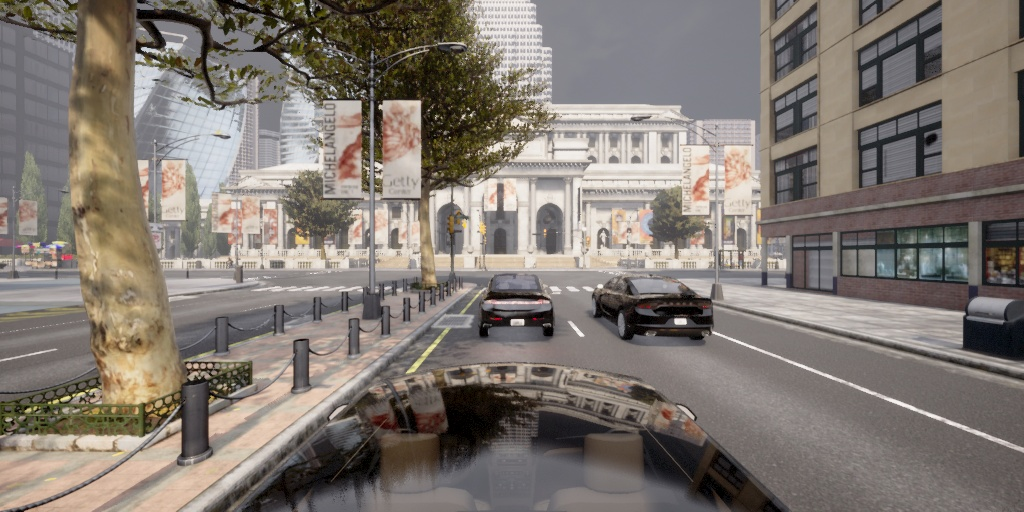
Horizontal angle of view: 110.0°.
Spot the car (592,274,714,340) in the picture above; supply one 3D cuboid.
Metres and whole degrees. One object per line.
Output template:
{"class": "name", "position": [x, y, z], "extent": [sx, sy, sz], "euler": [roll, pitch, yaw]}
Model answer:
{"class": "car", "position": [3.564, 1.228, 10.019], "extent": [1.882, 1.535, 5.008], "euler": [0, 0, 0]}

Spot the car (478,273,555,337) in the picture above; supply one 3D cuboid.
{"class": "car", "position": [0.080, 1.241, 10.286], "extent": [2.128, 1.511, 4.902], "euler": [0, 0, -1]}
